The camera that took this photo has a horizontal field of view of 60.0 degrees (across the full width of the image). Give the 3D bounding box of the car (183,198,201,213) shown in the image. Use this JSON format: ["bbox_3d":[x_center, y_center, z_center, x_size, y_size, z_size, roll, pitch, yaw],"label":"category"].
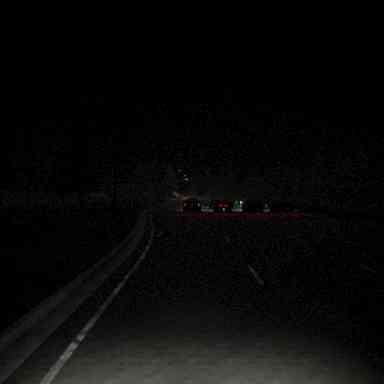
[{"bbox_3d":[0.016,1.522,39.352,2.097,1.767,4.553,0,0,0],"label":"car"}]

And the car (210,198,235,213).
[{"bbox_3d":[3.516,1.673,38.964,1.837,1.490,4.892,0,0,0],"label":"car"}]

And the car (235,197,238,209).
[{"bbox_3d":[7.020,1.565,49.352,2.097,1.767,4.553,0,0,0],"label":"car"}]

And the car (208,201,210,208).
[{"bbox_3d":[3.520,1.718,49.383,1.837,1.490,4.892,0,0,0],"label":"car"}]

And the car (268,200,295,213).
[{"bbox_3d":[10.516,1.646,38.961,1.882,1.535,5.008,0,0,0],"label":"car"}]

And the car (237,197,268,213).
[{"bbox_3d":[7.016,1.660,38.962,2.128,1.511,4.902,0,0,0],"label":"car"}]

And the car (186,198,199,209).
[{"bbox_3d":[0.020,1.718,49.384,1.837,1.490,4.892,0,0,0],"label":"car"}]

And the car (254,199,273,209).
[{"bbox_3d":[10.520,1.739,49.380,1.812,1.442,4.674,0,0,0],"label":"car"}]
